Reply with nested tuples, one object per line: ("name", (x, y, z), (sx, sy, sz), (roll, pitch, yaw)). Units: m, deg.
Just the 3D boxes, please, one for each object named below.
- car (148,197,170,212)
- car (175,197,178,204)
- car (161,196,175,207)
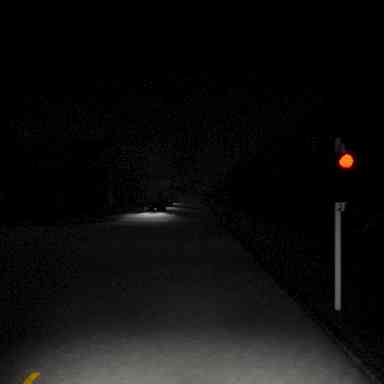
("car", (-4.087, 1.601, 39.454), (1.895, 1.301, 4.718), (0, 0, 0))
("car", (-3.968, 1.525, 66.371), (1.812, 1.442, 4.674), (0, 0, 0))
("car", (-4.070, 1.352, 49.874), (2.097, 1.767, 4.553), (0, 0, 0))
